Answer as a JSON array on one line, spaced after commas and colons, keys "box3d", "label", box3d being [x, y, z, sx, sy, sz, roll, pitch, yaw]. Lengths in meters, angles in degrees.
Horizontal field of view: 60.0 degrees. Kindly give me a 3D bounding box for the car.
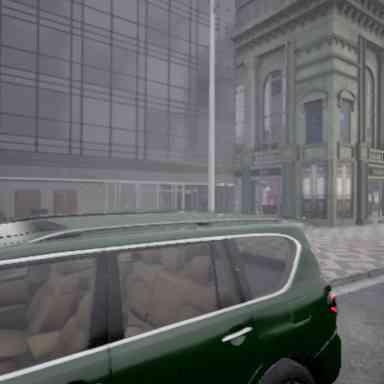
[{"box3d": [-1.111, 1.227, 2.580, 5.566, 2.045, 2.150, 1, 0, -36], "label": "car"}]
